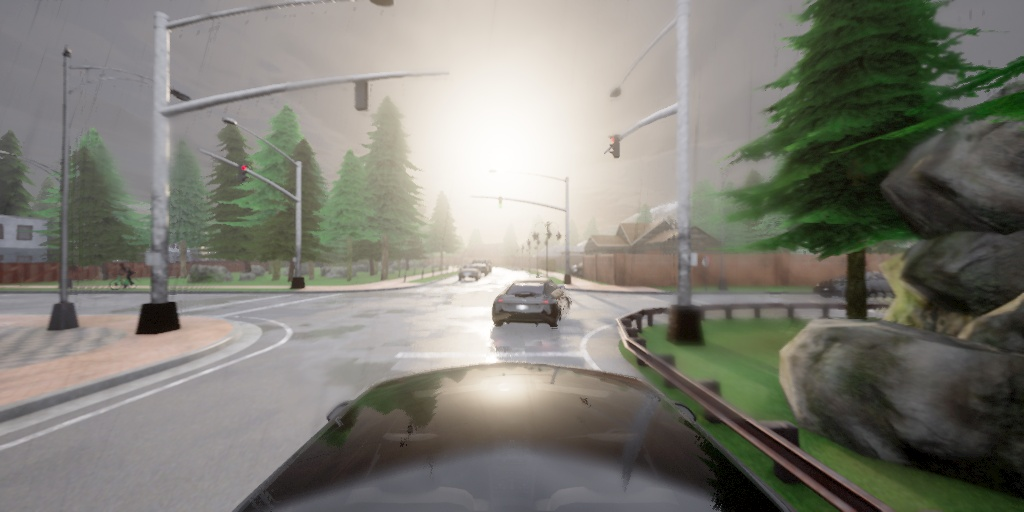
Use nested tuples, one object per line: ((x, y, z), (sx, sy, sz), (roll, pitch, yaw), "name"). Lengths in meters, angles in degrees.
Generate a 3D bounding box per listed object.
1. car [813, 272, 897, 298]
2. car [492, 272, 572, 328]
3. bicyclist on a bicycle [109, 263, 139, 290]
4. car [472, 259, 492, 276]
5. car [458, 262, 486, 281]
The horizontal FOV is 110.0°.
((17.639, 1.474, 17.857), (4.181, 1.385, 1.994), (0, -1, 1), "car")
((0.752, 1.417, 11.951), (1.994, 1.385, 4.181), (0, -1, 13), "car")
((-23.959, 1.258, 22.172), (0.582, 1.620, 1.656), (0, 0, 1), "bicyclist on a bicycle")
((-4.127, 1.416, 45.379), (2.150, 2.045, 5.566), (0, -1, 0), "car")
((-4.055, 1.571, 34.769), (2.128, 1.511, 4.902), (0, -1, 0), "car")
